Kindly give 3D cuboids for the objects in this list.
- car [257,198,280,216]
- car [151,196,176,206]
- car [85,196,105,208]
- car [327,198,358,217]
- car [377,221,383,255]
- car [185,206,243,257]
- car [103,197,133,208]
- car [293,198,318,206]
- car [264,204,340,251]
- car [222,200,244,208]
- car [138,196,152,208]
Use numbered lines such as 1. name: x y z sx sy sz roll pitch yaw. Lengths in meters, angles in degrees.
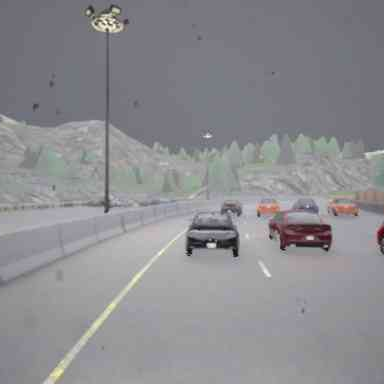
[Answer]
1. car: 7.570 1.405 32.821 2.097 1.767 4.553 0 0 13
2. car: -3.546 1.569 46.291 1.812 1.442 4.674 0 0 17
3. car: -13.670 1.377 48.959 2.097 1.767 4.553 0 0 17
4. car: 14.764 1.421 32.882 2.097 1.767 4.553 0 0 13
5. car: 7.540 1.249 9.496 2.150 2.045 5.566 0 0 4
6. car: 0.850 1.508 13.126 2.128 1.511 4.902 0 0 5
7. car: -10.327 1.631 48.029 1.895 1.301 4.718 0 0 17
8. car: 11.167 1.413 32.851 2.097 1.767 4.553 0 0 13
9. car: 4.484 1.504 14.385 1.882 1.535 5.008 0 0 6
10. car: 4.039 1.551 33.130 1.837 1.490 4.892 0 0 13
11. car: -6.261 1.392 49.312 2.097 1.767 4.553 0 0 18
